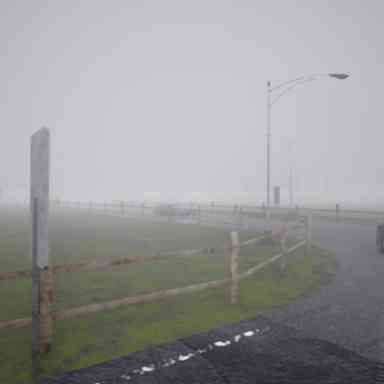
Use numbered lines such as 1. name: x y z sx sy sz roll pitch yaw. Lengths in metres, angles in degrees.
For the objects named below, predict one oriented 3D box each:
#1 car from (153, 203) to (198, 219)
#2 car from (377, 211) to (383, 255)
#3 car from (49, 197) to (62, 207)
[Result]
1. car: -1.677 1.767 31.625 2.033 1.411 5.357 1 -1 -39
2. car: 7.506 1.295 10.636 2.150 2.045 5.566 2 0 20
3. car: -25.126 1.704 60.102 2.097 1.767 4.553 1 -1 -39
